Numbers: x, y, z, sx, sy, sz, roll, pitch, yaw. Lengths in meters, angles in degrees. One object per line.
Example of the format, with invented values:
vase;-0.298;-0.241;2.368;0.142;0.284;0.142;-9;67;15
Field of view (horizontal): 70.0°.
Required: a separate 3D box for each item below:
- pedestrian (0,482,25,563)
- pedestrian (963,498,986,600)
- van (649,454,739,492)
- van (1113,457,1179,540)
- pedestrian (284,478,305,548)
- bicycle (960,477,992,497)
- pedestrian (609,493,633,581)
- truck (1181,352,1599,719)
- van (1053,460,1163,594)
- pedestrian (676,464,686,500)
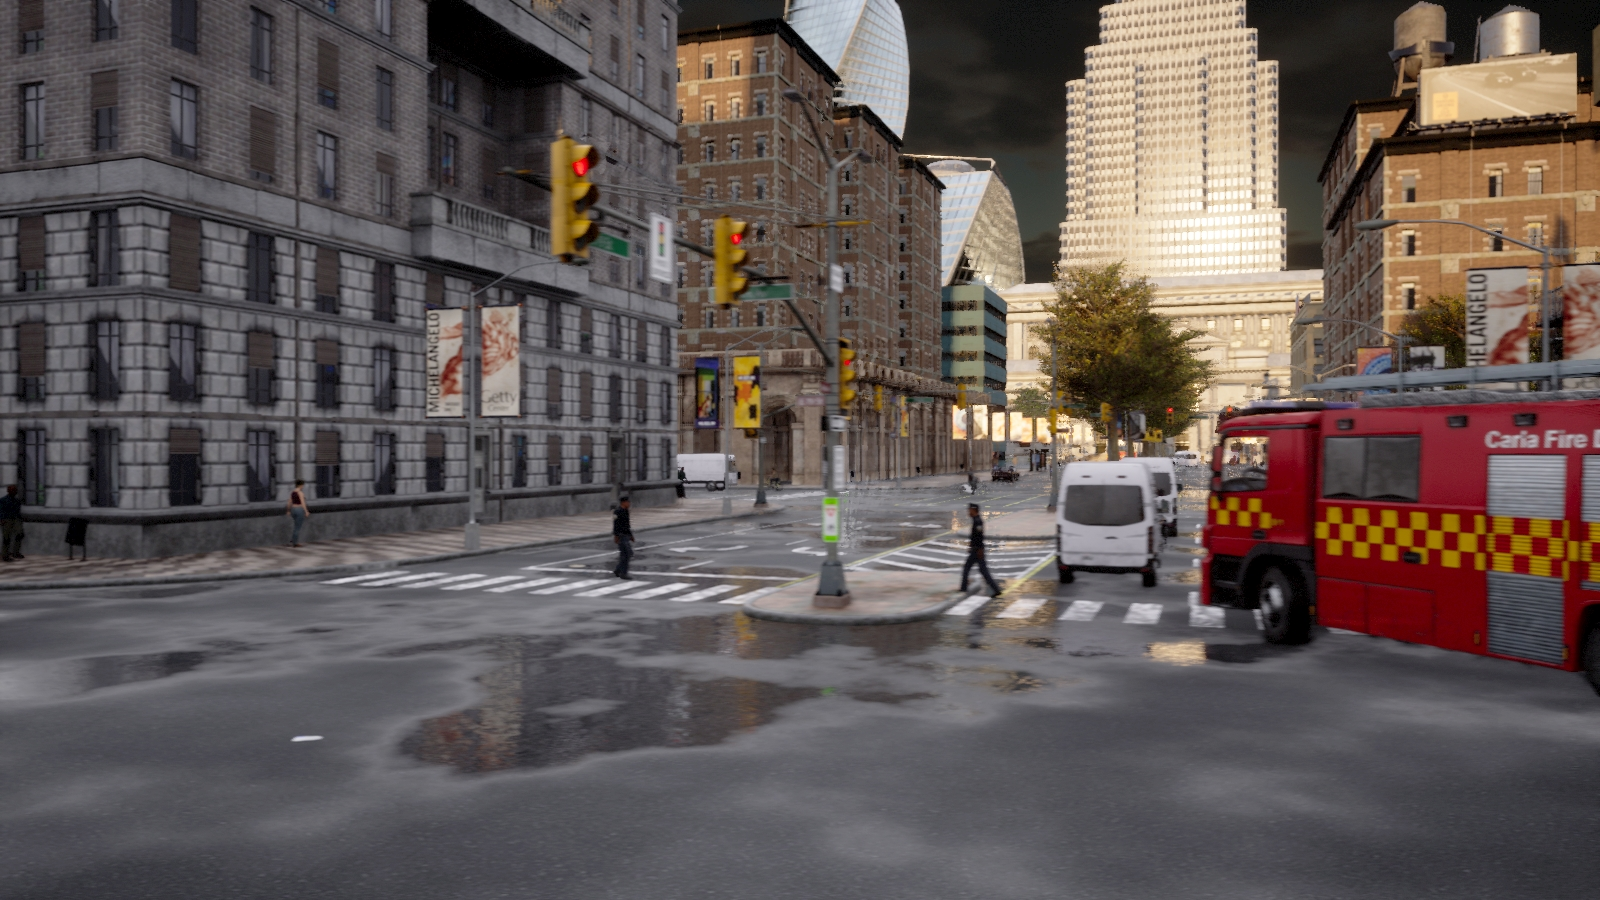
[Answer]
pedestrian;-18.501;1.696;26.818;0.375;1.860;0.375;0;0;25
pedestrian;3.264;1.838;21.337;0.375;1.860;0.375;0;0;17
van;-7.310;1.534;78.670;5.915;2.561;1.988;0;0;19
van;11.867;1.534;38.990;1.988;2.561;5.915;0;0;18
pedestrian;-13.607;1.696;30.752;0.375;1.860;0.375;0;0;26
bicycle;10.522;2.210;68.414;1.835;1.171;0.329;0;0;3
pedestrian;-3.831;1.849;24.432;0.375;1.860;0.375;0;0;19
truck;8.878;0.891;14.581;2.891;3.827;8.468;0;0;-21
van;7.001;1.534;25.519;1.988;2.561;5.915;0;0;19
pedestrian;-6.314;1.696;60.839;0.375;1.860;0.375;0;0;33
